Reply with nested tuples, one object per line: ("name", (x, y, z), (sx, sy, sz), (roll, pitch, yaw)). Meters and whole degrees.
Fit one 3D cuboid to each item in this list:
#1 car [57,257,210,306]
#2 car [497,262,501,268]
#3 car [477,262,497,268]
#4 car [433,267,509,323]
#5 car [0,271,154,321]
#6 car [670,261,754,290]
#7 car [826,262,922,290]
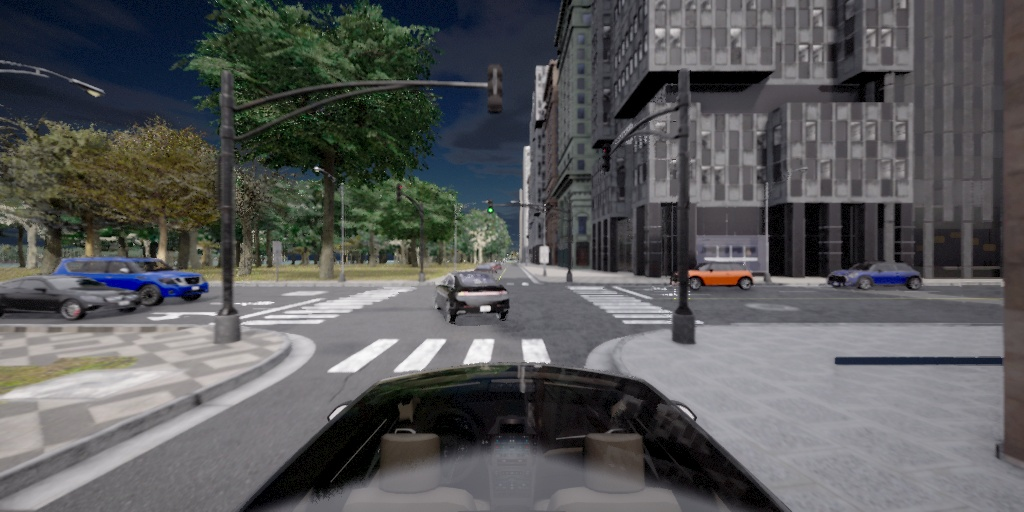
("car", (-16.771, 1.077, 15.880), (5.566, 2.045, 2.150), (0, 0, 0))
("car", (-2.781, 1.556, 46.631), (1.812, 1.442, 4.674), (0, 0, 1))
("car", (-2.843, 1.510, 36.606), (2.033, 1.411, 5.357), (0, 0, -3))
("car", (-1.560, 1.297, 12.482), (2.128, 1.511, 4.902), (0, 0, -19))
("car", (-15.892, 1.391, 12.603), (4.674, 1.442, 1.812), (0, 0, 1))
("car", (12.467, 1.164, 22.588), (4.553, 1.767, 2.097), (0, 0, 1))
("car", (22.625, 1.169, 22.563), (4.553, 1.767, 2.097), (0, 0, 0))
